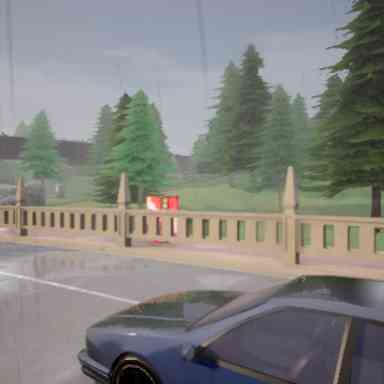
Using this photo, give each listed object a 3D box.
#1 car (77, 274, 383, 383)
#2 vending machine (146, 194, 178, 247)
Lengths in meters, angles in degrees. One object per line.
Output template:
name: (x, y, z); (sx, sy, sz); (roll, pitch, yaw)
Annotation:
car: (1.338, 1.534, 2.922); (5.357, 1.411, 2.033); (0, 0, 35)
vending machine: (-1.244, 1.155, 13.961); (0.880, 2.100, 1.100); (0, 0, 31)
